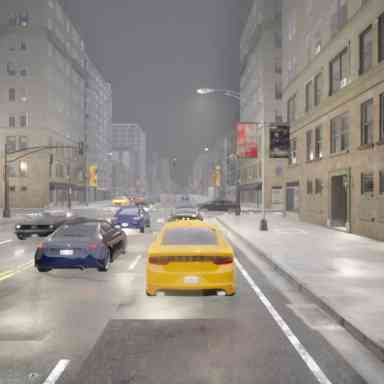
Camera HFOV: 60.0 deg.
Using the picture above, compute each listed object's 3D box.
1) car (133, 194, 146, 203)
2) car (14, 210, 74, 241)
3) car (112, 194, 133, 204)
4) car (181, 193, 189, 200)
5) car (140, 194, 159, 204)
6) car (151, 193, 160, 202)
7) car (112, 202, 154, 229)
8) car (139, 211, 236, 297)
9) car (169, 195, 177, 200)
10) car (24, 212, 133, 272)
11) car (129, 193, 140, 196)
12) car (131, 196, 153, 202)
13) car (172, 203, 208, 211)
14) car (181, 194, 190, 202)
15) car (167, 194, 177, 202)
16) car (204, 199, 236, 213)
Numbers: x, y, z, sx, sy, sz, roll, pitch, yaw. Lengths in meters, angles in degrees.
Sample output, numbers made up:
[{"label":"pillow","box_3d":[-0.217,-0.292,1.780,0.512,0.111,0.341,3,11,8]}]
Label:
[{"label":"car","box_3d":[-11.226,1.385,71.129,2.097,1.767,4.553,0,0,-1]},{"label":"car","box_3d":[-6.998,1.606,16.793,1.895,1.301,4.718,0,0,-2]},{"label":"car","box_3d":[-10.898,1.501,51.205,1.882,1.535,5.008,0,0,-1]},{"label":"car","box_3d":[-1.888,1.254,90.703,2.097,1.767,4.553,0,0,-1]},{"label":"car","box_3d":[-7.815,1.574,60.810,2.033,1.411,5.357,0,0,-1]},{"label":"car","box_3d":[-7.978,1.255,71.285,2.150,2.045,5.566,0,0,-1]},{"label":"car","box_3d":[-3.535,1.532,19.540,1.812,1.442,4.674,0,0,-1]},{"label":"car","box_3d":[-0.054,1.480,8.661,1.882,1.535,5.008,0,0,-1]},{"label":"car","box_3d":[-5.138,1.439,90.664,2.033,1.411,5.357,0,0,-1]},{"label":"car","box_3d":[-3.356,1.567,10.798,1.994,1.385,4.181,0,0,-1]},{"label":"car","box_3d":[-11.074,1.249,61.140,2.150,2.045,5.566,0,0,-1]},{"label":"car","box_3d":[-7.645,1.624,51.167,1.895,1.301,4.718,0,0,-1]},{"label":"car","box_3d":[-0.355,1.510,18.142,1.837,1.490,4.892,0,0,-1]},{"label":"car","box_3d":[-1.676,1.382,80.702,2.097,1.767,4.553,0,0,-1]},{"label":"car","box_3d":[-4.925,1.382,80.633,2.097,1.767,4.553,0,0,-1]},{"label":"car","box_3d":[2.535,1.531,35.986,4.892,1.490,1.837,1,-1,-11]}]
